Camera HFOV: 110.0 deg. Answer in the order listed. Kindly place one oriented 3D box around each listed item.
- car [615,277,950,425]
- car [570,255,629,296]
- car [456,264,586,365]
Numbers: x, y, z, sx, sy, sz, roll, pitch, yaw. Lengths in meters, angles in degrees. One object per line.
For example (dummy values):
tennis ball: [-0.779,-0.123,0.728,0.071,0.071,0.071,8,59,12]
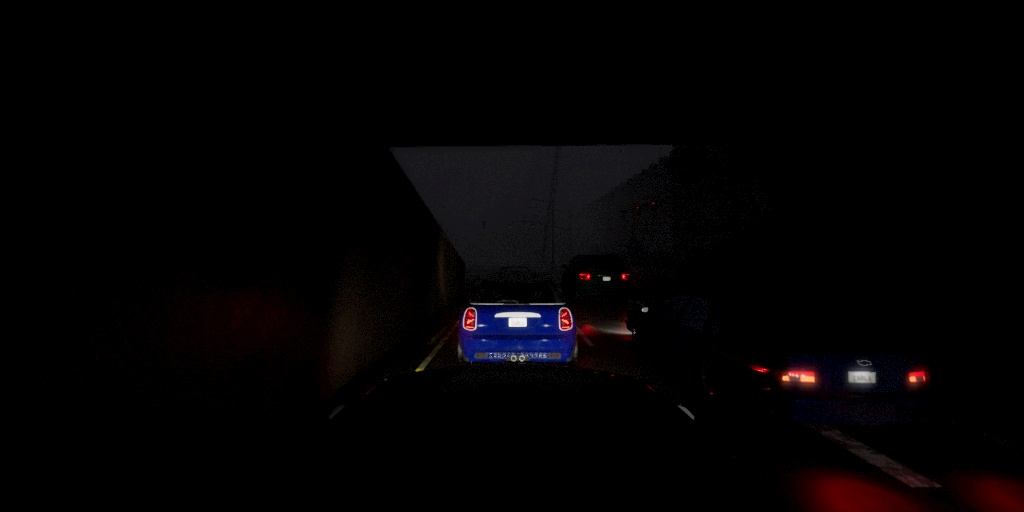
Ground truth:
car: [3.610,1.297,6.197,2.033,1.411,5.357,0,0,0]
car: [3.644,0.971,16.444,2.150,2.045,5.566,0,0,0]
car: [0.107,1.102,7.968,2.097,1.767,4.553,0,0,0]
